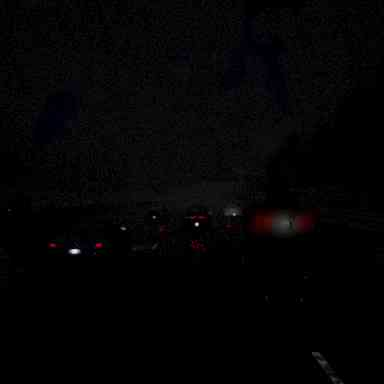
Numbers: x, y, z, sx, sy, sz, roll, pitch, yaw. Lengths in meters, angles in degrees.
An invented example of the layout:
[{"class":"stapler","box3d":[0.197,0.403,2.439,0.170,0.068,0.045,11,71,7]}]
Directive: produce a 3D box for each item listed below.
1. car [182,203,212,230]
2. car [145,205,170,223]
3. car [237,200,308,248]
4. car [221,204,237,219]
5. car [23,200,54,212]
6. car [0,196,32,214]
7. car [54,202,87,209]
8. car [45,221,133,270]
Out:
[{"class":"car","box3d":[0.355,1.795,23.479,1.837,1.490,4.892,0,0,1]},{"class":"car","box3d":[-3.012,1.896,29.379,1.812,1.442,4.674,0,-1,1]},{"class":"car","box3d":[3.721,1.406,15.869,2.150,2.045,5.566,0,-1,1]},{"class":"car","box3d":[4.119,1.968,34.113,1.812,1.442,4.674,0,-1,2]},{"class":"car","box3d":[-16.883,2.017,38.040,1.837,1.490,4.892,0,-1,2]},{"class":"car","box3d":[-20.381,1.513,38.152,2.150,2.045,5.566,0,-1,2]},{"class":"car","box3d":[-13.384,1.967,37.953,1.882,1.535,5.008,0,-1,2]},{"class":"car","box3d":[-3.326,1.690,11.488,1.994,1.385,4.181,0,-1,1]}]
